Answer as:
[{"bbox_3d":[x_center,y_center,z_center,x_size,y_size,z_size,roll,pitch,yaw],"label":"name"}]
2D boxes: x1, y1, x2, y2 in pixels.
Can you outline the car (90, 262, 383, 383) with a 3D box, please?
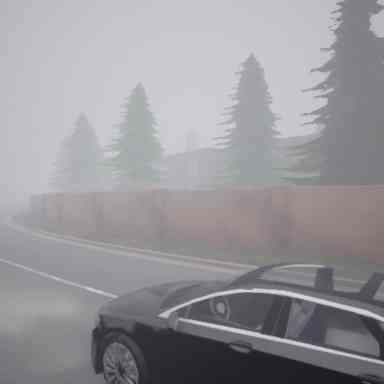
[{"bbox_3d":[0.952,1.528,3.456,4.902,1.511,2.128,-1,-1,36],"label":"car"}]
